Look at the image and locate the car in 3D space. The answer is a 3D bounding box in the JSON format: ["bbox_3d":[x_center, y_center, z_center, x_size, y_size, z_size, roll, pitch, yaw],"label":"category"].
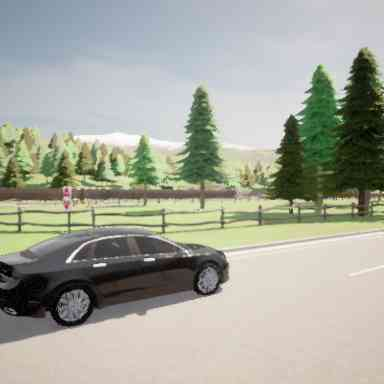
[{"bbox_3d":[-1.366,1.516,7.076,4.892,1.490,1.837,0,0,-36],"label":"car"}]
